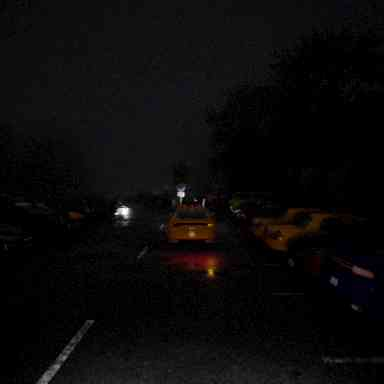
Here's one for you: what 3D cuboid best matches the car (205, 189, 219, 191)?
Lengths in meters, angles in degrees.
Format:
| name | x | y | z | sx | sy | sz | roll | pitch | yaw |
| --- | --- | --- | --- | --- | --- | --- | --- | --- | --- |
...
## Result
| name | x | y | z | sx | sy | sz | roll | pitch | yaw |
| --- | --- | --- | --- | --- | --- | --- | --- | --- | --- |
| car | 4.782 | 0.771 | 55.264 | 4.553 | 1.767 | 2.185 | 0 | 2 | 0 |

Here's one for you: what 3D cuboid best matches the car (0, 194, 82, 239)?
| name | x | y | z | sx | sy | sz | roll | pitch | yaw |
| --- | --- | --- | --- | --- | --- | --- | --- | --- | --- |
| car | -8.011 | 1.107 | 14.171 | 5.566 | 2.045 | 2.435 | 0 | 1 | 0 |

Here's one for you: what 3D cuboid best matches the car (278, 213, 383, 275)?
| name | x | y | z | sx | sy | sz | roll | pitch | yaw |
| --- | --- | --- | --- | --- | --- | --- | --- | --- | --- |
| car | 5.011 | 1.465 | 8.788 | 4.792 | 1.488 | 2.163 | 0 | 1 | 0 |

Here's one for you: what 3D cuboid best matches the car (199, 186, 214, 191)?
| name | x | y | z | sx | sy | sz | roll | pitch | yaw |
| --- | --- | --- | --- | --- | --- | --- | --- | --- | --- |
| car | 4.768 | 0.192 | 68.978 | 5.566 | 2.045 | 2.435 | 0 | 2 | 0 |

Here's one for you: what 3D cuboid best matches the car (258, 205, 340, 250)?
| name | x | y | z | sx | sy | sz | roll | pitch | yaw |
| --- | --- | --- | --- | --- | --- | --- | --- | --- | --- |
| car | 5.225 | 1.399 | 11.443 | 5.366 | 1.575 | 1.946 | 0 | 1 | 0 |

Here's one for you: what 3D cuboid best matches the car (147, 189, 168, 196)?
| name | x | y | z | sx | sy | sz | roll | pitch | yaw |
| --- | --- | --- | --- | --- | --- | --- | --- | --- | --- |
| car | -8.356 | 0.097 | 80.095 | 4.892 | 1.521 | 2.231 | 0 | 2 | 0 |

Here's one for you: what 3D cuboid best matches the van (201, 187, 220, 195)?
| name | x | y | z | sx | sy | sz | roll | pitch | yaw |
| --- | --- | --- | --- | --- | --- | --- | --- | --- | --- |
| van | 4.620 | -0.201 | 82.800 | 4.442 | 1.987 | 1.878 | 0 | 2 | 0 |

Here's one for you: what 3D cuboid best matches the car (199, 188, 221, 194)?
| name | x | y | z | sx | sy | sz | roll | pitch | yaw |
| --- | --- | --- | --- | --- | --- | --- | --- | --- | --- |
| car | 4.559 | 0.623 | 63.450 | 5.366 | 1.575 | 1.946 | 0 | 2 | 0 |

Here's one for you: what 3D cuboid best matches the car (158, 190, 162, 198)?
| name | x | y | z | sx | sy | sz | roll | pitch | yaw |
| --- | --- | --- | --- | --- | --- | --- | --- | --- | --- |
| car | -8.326 | 0.808 | 57.908 | 5.008 | 1.535 | 2.097 | 0 | 2 | 0 |

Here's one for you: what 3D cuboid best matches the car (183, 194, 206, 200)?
| name | x | y | z | sx | sy | sz | roll | pitch | yaw |
| --- | --- | --- | --- | --- | --- | --- | --- | --- | --- |
| car | -0.028 | 1.141 | 29.740 | 1.895 | 1.301 | 4.718 | 0 | 1 | -1 |

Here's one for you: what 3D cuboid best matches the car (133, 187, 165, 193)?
| name | x | y | z | sx | sy | sz | roll | pitch | yaw |
| --- | --- | --- | --- | --- | --- | --- | --- | --- | --- |
| car | -8.305 | 0.466 | 60.675 | 5.566 | 2.045 | 2.435 | 0 | 2 | 0 |

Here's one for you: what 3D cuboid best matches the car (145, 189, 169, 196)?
| name | x | y | z | sx | sy | sz | roll | pitch | yaw |
| --- | --- | --- | --- | --- | --- | --- | --- | --- | --- |
| car | -8.162 | 0.173 | 77.329 | 5.366 | 1.575 | 1.946 | 0 | 2 | 0 |

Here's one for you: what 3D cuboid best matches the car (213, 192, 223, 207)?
| name | x | y | z | sx | sy | sz | roll | pitch | yaw |
| --- | --- | --- | --- | --- | --- | --- | --- | --- | --- |
| car | 3.934 | 1.042 | 37.525 | 1.882 | 1.535 | 5.008 | -1 | 0 | 13 |

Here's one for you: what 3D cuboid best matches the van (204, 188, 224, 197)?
| name | x | y | z | sx | sy | sz | roll | pitch | yaw |
| --- | --- | --- | --- | --- | --- | --- | --- | --- | --- |
| van | 4.852 | 0.034 | 74.640 | 4.442 | 1.987 | 1.878 | 0 | 2 | 0 |

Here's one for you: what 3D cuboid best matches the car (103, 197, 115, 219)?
| name | x | y | z | sx | sy | sz | roll | pitch | yaw |
| --- | --- | --- | --- | --- | --- | --- | --- | --- | --- |
| car | -8.011 | 1.199 | 22.533 | 4.792 | 1.488 | 2.163 | 0 | 1 | 0 |

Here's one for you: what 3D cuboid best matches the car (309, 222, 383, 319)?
| name | x | y | z | sx | sy | sz | roll | pitch | yaw |
| --- | --- | --- | --- | --- | --- | --- | --- | --- | --- |
| car | 5.035 | 1.457 | 5.997 | 5.008 | 1.535 | 2.097 | 0 | 0 | 0 |

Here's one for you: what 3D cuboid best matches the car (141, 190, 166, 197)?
| name | x | y | z | sx | sy | sz | roll | pitch | yaw |
| --- | --- | --- | --- | --- | --- | --- | --- | --- | --- |
| car | -8.530 | 0.254 | 74.677 | 5.366 | 1.575 | 1.946 | 0 | 2 | 0 |

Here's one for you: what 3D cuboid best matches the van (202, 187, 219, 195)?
| name | x | y | z | sx | sy | sz | roll | pitch | yaw |
| --- | --- | --- | --- | --- | --- | --- | --- | --- | --- |
| van | 4.840 | -0.338 | 88.354 | 4.442 | 1.987 | 1.878 | 0 | 1 | 0 |

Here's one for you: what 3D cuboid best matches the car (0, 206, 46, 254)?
| name | x | y | z | sx | sy | sz | roll | pitch | yaw |
| --- | --- | --- | --- | --- | --- | --- | --- | --- | --- |
| car | -8.046 | 1.404 | 11.386 | 4.892 | 1.521 | 2.231 | 0 | 1 | 0 |

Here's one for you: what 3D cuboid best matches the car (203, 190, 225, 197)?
| name | x | y | z | sx | sy | sz | roll | pitch | yaw |
| --- | --- | --- | --- | --- | --- | --- | --- | --- | --- |
| car | 4.709 | 0.382 | 71.755 | 4.792 | 1.488 | 2.163 | 0 | 2 | 0 |

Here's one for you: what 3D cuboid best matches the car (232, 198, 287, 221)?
| name | x | y | z | sx | sy | sz | roll | pitch | yaw |
| --- | --- | --- | --- | --- | --- | --- | --- | --- | --- |
| car | 5.042 | 1.276 | 19.942 | 4.674 | 1.452 | 2.002 | 0 | 1 | 0 |

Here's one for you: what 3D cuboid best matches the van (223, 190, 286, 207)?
| name | x | y | z | sx | sy | sz | roll | pitch | yaw |
| --- | --- | --- | --- | --- | --- | --- | --- | --- | --- |
| van | 4.913 | 0.873 | 25.392 | 4.442 | 1.987 | 1.878 | -1 | 1 | 0 |

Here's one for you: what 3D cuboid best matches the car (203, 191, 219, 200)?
| name | x | y | z | sx | sy | sz | roll | pitch | yaw |
| --- | --- | --- | --- | --- | --- | --- | --- | --- | --- |
| car | 4.748 | 0.988 | 52.499 | 5.008 | 1.535 | 2.097 | 0 | 2 | 0 |

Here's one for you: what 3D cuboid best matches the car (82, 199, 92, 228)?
| name | x | y | z | sx | sy | sz | roll | pitch | yaw |
| --- | --- | --- | --- | --- | --- | --- | --- | --- | --- |
| car | -8.045 | 1.304 | 16.968 | 5.008 | 1.535 | 2.097 | 0 | 1 | 0 |

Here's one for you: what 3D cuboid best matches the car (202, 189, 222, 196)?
| name | x | y | z | sx | sy | sz | roll | pitch | yaw |
| --- | --- | --- | --- | --- | --- | --- | --- | --- | --- |
| car | 4.759 | 0.128 | 80.056 | 4.792 | 1.488 | 2.163 | 0 | 2 | 0 |

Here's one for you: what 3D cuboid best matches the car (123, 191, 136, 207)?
| name | x | y | z | sx | sy | sz | roll | pitch | yaw |
| --- | --- | --- | --- | --- | --- | --- | --- | --- | --- |
| car | -8.004 | 0.976 | 38.291 | 2.128 | 1.511 | 4.902 | 0 | -1 | -6 |

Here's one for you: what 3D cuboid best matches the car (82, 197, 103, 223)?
| name | x | y | z | sx | sy | sz | roll | pitch | yaw |
| --- | --- | --- | --- | --- | --- | --- | --- | --- | --- |
| car | -8.009 | 1.115 | 19.744 | 4.553 | 1.767 | 2.185 | 0 | 1 | 0 |

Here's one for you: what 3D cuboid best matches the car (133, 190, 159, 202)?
| name | x | y | z | sx | sy | sz | roll | pitch | yaw |
| --- | --- | --- | --- | --- | --- | --- | --- | --- | --- |
| car | -8.358 | 0.930 | 55.135 | 4.792 | 1.488 | 2.163 | 0 | 2 | 0 |

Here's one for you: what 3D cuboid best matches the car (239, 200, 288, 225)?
| name | x | y | z | sx | sy | sz | roll | pitch | yaw |
| --- | --- | --- | --- | --- | --- | --- | --- | --- | --- |
| car | 5.069 | 1.332 | 17.031 | 4.792 | 1.488 | 2.163 | 0 | 1 | 0 |

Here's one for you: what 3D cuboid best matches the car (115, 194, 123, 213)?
| name | x | y | z | sx | sy | sz | roll | pitch | yaw |
| --- | --- | --- | --- | --- | --- | --- | --- | --- | --- |
| car | -8.069 | 1.128 | 25.316 | 4.792 | 1.488 | 2.163 | 0 | 1 | 0 |

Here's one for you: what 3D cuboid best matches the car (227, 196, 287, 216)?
| name | x | y | z | sx | sy | sz | roll | pitch | yaw |
| --- | --- | --- | --- | --- | --- | --- | --- | --- | --- |
| car | 5.042 | 1.205 | 22.727 | 4.674 | 1.452 | 2.002 | 0 | 1 | 0 |

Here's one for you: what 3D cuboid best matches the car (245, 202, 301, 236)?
| name | x | y | z | sx | sy | sz | roll | pitch | yaw |
| --- | --- | --- | --- | --- | --- | --- | --- | --- | --- |
| car | 5.225 | 1.354 | 14.238 | 5.366 | 1.575 | 1.946 | 0 | 1 | 0 |

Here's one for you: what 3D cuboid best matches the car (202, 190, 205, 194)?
| name | x | y | z | sx | sy | sz | roll | pitch | yaw |
| --- | --- | --- | --- | --- | --- | --- | --- | --- | --- |
| car | 4.744 | 0.758 | 60.683 | 4.674 | 1.452 | 2.002 | 0 | 2 | 0 |

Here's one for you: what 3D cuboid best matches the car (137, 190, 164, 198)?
| name | x | y | z | sx | sy | sz | roll | pitch | yaw |
| --- | --- | --- | --- | --- | --- | --- | --- | --- | --- |
| car | -8.526 | 0.439 | 69.007 | 5.366 | 1.575 | 1.946 | 0 | 2 | 0 |

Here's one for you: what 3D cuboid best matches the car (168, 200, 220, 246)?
| name | x | y | z | sx | sy | sz | roll | pitch | yaw |
| --- | --- | --- | --- | --- | --- | --- | --- | --- | --- |
| car | 0.000 | 1.354 | 14.655 | 1.882 | 1.535 | 5.008 | 0 | 1 | 0 |

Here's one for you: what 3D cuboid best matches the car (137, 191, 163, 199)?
| name | x | y | z | sx | sy | sz | roll | pitch | yaw |
| --- | --- | --- | --- | --- | --- | --- | --- | --- | --- |
| car | -8.332 | 0.535 | 66.233 | 4.892 | 1.521 | 2.231 | 0 | 2 | 0 |
